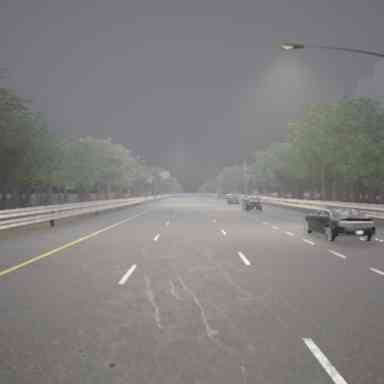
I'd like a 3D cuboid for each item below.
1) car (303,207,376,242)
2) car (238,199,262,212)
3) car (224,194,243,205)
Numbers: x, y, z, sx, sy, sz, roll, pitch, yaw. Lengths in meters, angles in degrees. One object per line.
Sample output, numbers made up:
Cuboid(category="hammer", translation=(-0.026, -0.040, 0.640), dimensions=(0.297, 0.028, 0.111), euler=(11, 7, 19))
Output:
Cuboid(category="car", translation=(7.012, 1.492, 16.327), dimensions=(2.128, 1.511, 4.902), euler=(0, 0, 0))
Cuboid(category="car", translation=(7.041, 1.548, 39.367), dimensions=(1.837, 1.490, 4.892), euler=(0, 0, 0))
Cuboid(category="car", translation=(7.066, 1.487, 58.279), dimensions=(2.128, 1.511, 4.902), euler=(0, 0, 0))
